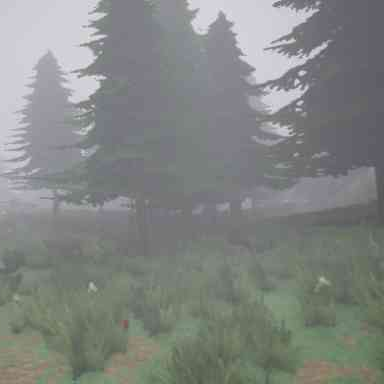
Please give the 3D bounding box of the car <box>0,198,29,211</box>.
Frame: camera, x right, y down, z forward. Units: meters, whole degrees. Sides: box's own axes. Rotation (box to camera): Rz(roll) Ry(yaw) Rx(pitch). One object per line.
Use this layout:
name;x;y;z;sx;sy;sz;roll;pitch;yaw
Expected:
car;-17.015;1.374;32.524;2.128;1.511;4.902;-4;-3;8
